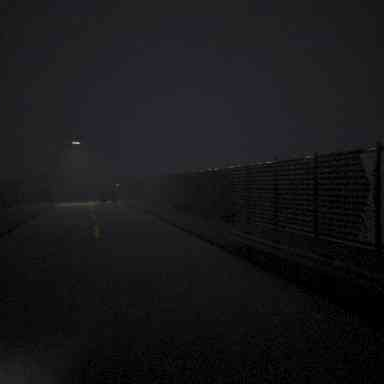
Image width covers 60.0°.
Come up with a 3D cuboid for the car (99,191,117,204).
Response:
[{"bbox_3d":[-10.526,0.694,41.730,1.837,1.490,4.892,-1,1,-17],"label":"car"}]
